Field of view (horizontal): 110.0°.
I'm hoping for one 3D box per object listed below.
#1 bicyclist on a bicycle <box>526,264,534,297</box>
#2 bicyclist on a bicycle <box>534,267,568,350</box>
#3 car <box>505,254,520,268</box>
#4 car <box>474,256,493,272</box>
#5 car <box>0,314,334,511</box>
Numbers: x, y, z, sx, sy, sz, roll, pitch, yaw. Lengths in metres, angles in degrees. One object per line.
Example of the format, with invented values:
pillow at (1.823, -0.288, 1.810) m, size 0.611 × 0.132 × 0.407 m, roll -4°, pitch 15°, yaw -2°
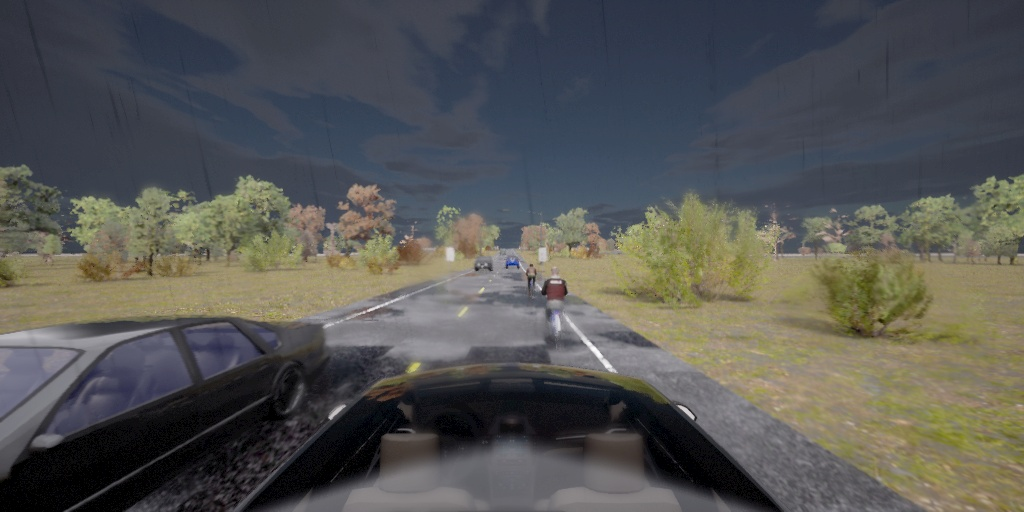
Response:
bicyclist on a bicycle at (0.960, 1.205, 17.660) m, size 0.582 × 1.620 × 1.656 m, roll 0°, pitch 0°, yaw 0°
bicyclist on a bicycle at (0.962, 1.121, 8.215) m, size 0.659 × 1.776 × 1.843 m, roll 0°, pitch 0°, yaw 0°
car at (0.088, 0.949, 59.125) m, size 2.150 × 2.045 × 5.566 m, roll 0°, pitch 0°, yaw 0°
car at (-3.603, 0.976, 46.205) m, size 2.150 × 2.045 × 5.566 m, roll 0°, pitch 0°, yaw 0°
car at (-3.604, 1.297, 3.068) m, size 2.033 × 1.411 × 5.357 m, roll 0°, pitch 0°, yaw 0°
